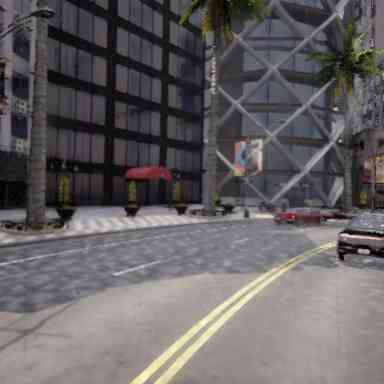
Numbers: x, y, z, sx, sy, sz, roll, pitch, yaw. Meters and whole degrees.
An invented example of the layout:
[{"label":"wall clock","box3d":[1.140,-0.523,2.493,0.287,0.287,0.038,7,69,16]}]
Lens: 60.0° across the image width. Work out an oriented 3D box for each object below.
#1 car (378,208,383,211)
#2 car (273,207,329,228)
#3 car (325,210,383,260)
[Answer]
[{"label":"car","box3d":[14.411,1.906,24.524,4.181,1.385,1.994,1,0,-33]},{"label":"car","box3d":[7.894,1.777,24.036,4.718,1.301,1.895,1,0,-40]},{"label":"car","box3d":[6.705,1.650,12.211,2.128,1.511,4.902,1,0,36]}]
